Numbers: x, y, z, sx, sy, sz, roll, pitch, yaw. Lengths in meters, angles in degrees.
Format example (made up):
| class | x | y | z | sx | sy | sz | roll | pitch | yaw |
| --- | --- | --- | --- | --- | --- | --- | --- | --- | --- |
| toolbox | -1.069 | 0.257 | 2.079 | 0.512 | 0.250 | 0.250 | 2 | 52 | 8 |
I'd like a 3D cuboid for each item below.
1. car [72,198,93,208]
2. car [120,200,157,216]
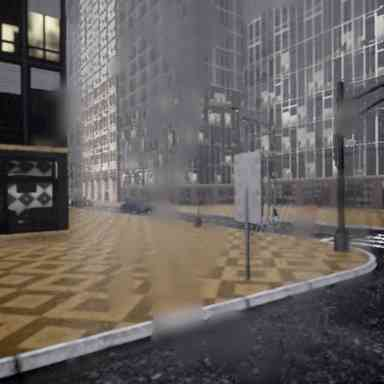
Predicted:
| class | x | y | z | sx | sy | sz | roll | pitch | yaw |
| --- | --- | --- | --- | --- | --- | --- | --- | --- | --- |
| car | -16.214 | 1.571 | 49.097 | 2.128 | 1.511 | 4.902 | -1 | 0 | -35 |
| car | -5.548 | 1.576 | 33.846 | 2.033 | 1.411 | 5.357 | -1 | 0 | -35 |
